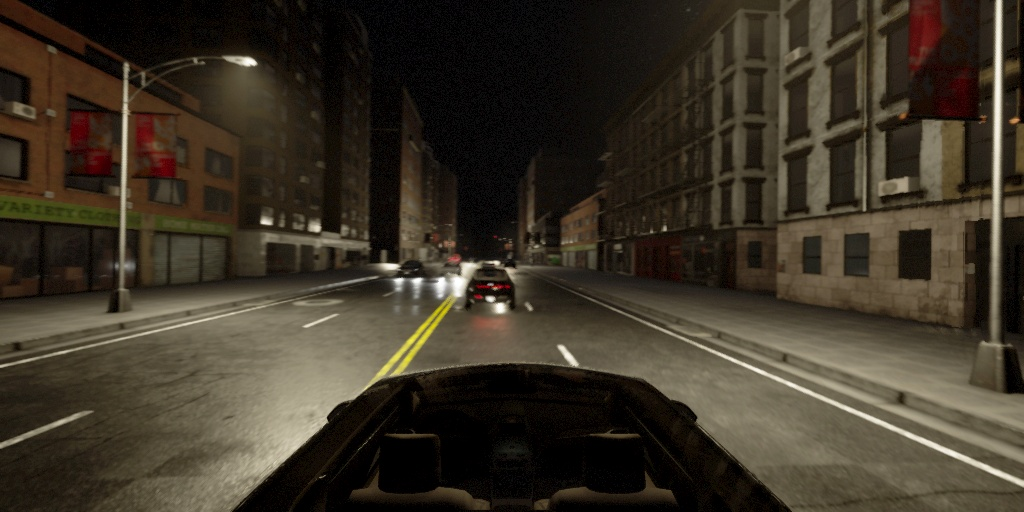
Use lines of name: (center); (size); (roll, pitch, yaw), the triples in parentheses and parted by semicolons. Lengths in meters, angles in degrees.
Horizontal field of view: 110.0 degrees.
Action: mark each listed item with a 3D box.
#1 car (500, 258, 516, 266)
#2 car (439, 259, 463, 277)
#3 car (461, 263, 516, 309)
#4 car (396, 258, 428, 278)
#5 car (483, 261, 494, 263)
car: (-0.394, 1.202, 55.508); (1.837, 1.490, 4.892); (1, -1, -4)
car: (-5.606, 1.232, 33.332); (1.895, 1.301, 4.718); (1, 0, -4)
car: (-0.899, 1.230, 14.816); (1.837, 1.490, 4.892); (1, 0, -4)
car: (-8.739, 1.106, 31.567); (1.812, 1.442, 4.674); (1, 0, -4)
car: (-3.125, 1.261, 47.726); (1.895, 1.301, 4.718); (1, 0, -4)
